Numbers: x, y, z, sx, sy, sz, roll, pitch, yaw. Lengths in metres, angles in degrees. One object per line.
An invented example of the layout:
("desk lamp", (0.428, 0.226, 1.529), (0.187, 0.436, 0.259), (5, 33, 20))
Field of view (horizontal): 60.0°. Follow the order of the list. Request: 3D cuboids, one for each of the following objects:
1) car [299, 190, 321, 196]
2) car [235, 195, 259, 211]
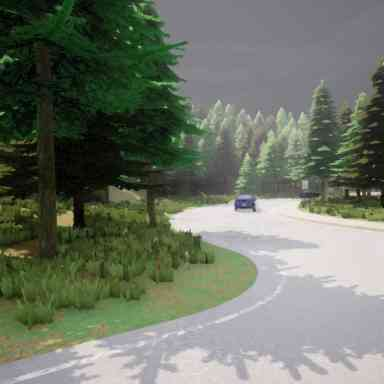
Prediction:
("car", (19.386, 0.377, 53.587), (5.008, 1.535, 1.882), (-2, 1, -36))
("car", (5.407, 0.983, 32.533), (1.882, 1.535, 5.008), (-2, 1, 16))
